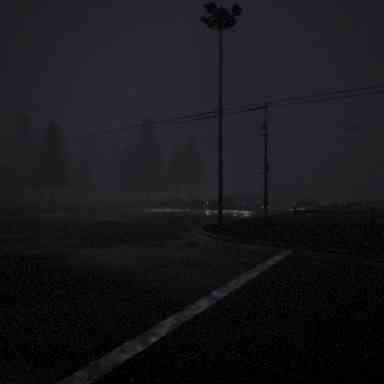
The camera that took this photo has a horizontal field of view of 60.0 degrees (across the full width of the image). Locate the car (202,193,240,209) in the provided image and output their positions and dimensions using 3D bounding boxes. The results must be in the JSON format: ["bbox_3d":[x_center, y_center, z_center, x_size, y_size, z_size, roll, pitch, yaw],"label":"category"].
[{"bbox_3d":[3.745,1.305,42.324,2.097,1.767,4.553,0,0,36],"label":"car"}]

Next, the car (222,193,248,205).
[{"bbox_3d":[7.838,1.164,59.711,2.150,2.045,5.566,0,0,37],"label":"car"}]

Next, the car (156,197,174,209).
[{"bbox_3d":[-2.759,1.414,45.284,1.882,1.535,5.008,0,0,36],"label":"car"}]

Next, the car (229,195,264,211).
[{"bbox_3d":[6.801,1.488,40.576,1.812,1.442,4.674,0,0,36],"label":"car"}]

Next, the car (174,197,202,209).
[{"bbox_3d":[0.143,1.546,43.328,1.895,1.301,4.718,0,0,36],"label":"car"}]

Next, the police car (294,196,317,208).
[{"bbox_3d":[16.063,1.400,47.154,1.930,1.638,5.238,0,0,36],"label":"police car"}]

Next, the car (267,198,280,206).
[{"bbox_3d":[12.624,1.557,54.447,1.895,1.301,4.718,0,0,36],"label":"car"}]

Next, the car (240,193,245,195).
[{"bbox_3d":[10.280,1.426,57.150,1.882,1.535,5.008,0,0,37],"label":"car"}]

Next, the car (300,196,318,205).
[{"bbox_3d":[21.186,1.531,60.131,1.994,1.385,4.181,0,0,37],"label":"car"}]
